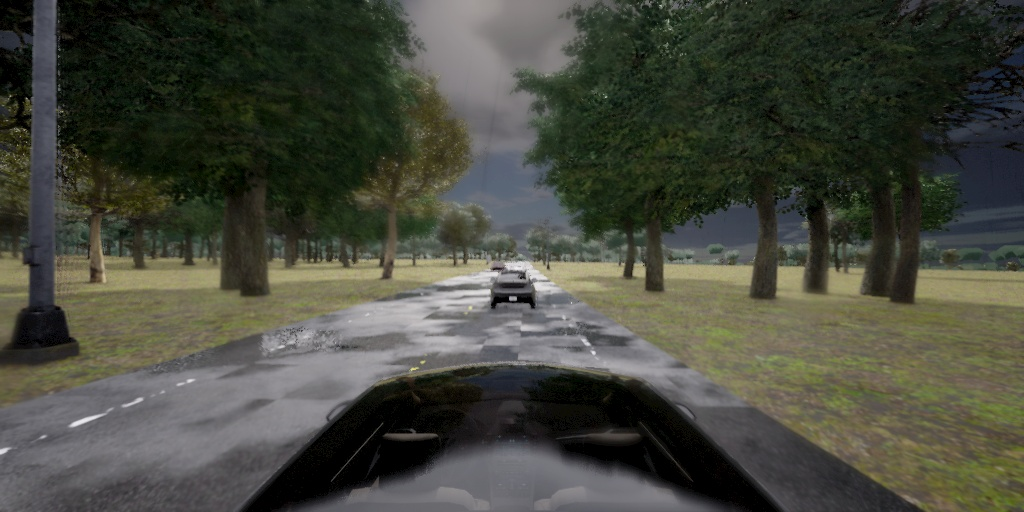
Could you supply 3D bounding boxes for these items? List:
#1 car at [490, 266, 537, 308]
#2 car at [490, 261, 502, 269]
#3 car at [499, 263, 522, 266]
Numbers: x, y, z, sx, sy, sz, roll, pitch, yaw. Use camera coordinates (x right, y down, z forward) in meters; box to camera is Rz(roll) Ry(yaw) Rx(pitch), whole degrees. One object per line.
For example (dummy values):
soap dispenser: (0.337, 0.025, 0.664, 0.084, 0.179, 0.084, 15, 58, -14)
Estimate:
car: (0.064, 1.397, 16.122, 1.837, 1.490, 4.892, 0, 0, 1)
car: (-2.340, 1.697, 59.125, 2.097, 1.767, 4.553, 0, -1, 2)
car: (0.304, 1.532, 31.104, 2.128, 1.511, 4.902, 0, 0, 1)
